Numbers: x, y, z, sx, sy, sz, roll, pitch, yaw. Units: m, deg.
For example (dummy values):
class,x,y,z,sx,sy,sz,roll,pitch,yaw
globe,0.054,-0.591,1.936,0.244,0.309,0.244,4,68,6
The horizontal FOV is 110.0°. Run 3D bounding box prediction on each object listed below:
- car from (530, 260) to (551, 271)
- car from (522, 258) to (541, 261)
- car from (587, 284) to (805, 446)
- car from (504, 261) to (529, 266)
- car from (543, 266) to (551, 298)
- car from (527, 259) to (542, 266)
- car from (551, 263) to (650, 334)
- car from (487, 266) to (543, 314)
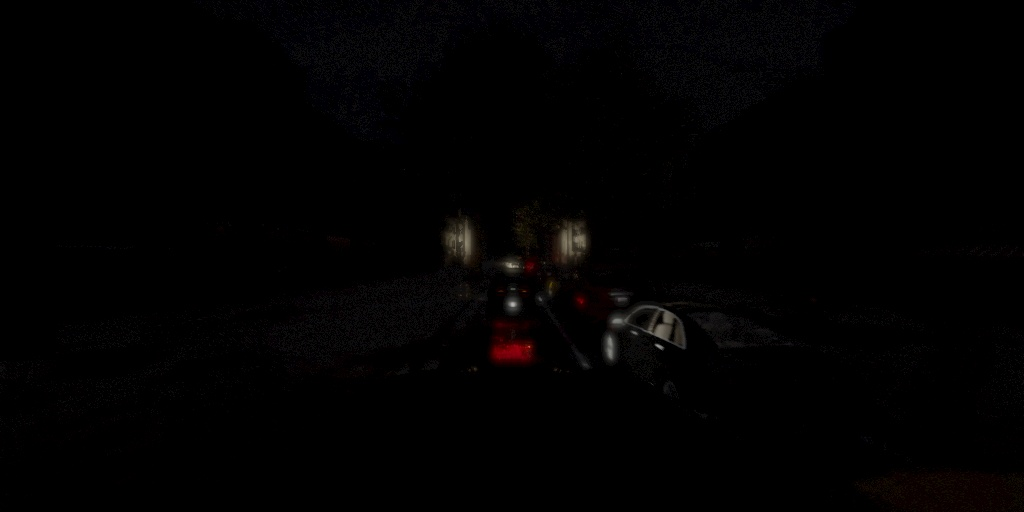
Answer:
class,x,y,z,sx,sy,sz,roll,pitch,yaw
car,2.647,1.353,27.534,1.967,1.591,4.097,0,0,0
car,2.766,1.211,44.890,2.150,2.045,5.566,0,0,0
car,2.639,1.328,5.346,2.007,1.370,4.403,0,0,0
car,0.056,1.414,29.210,2.128,1.511,4.902,0,0,0
car,2.643,1.378,16.610,1.751,1.417,4.829,0,0,0
car,2.650,1.379,33.082,1.967,1.591,4.097,0,0,0
car,2.641,1.133,10.892,2.192,1.841,5.009,0,0,0
car,0.051,1.346,14.252,1.837,1.490,4.892,0,0,1
